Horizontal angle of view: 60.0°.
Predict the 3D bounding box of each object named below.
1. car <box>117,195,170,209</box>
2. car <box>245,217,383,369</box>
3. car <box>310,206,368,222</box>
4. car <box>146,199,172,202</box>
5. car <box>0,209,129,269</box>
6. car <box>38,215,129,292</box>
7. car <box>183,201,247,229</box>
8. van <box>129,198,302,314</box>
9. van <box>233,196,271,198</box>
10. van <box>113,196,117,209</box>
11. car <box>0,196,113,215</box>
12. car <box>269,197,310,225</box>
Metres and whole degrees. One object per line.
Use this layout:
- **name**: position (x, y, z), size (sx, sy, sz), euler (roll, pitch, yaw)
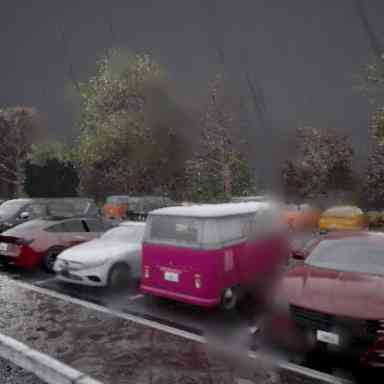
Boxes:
- **car**: position (-2.792, 1.251, 26.246), size (2.435, 2.045, 5.566), euler (-1, 0, 35)
- **car**: position (3.080, 1.485, 6.067), size (2.097, 1.535, 5.008), euler (0, 0, 35)
- **car**: position (8.401, 1.487, 18.307), size (2.097, 1.535, 5.008), euler (0, 0, 35)
- **car**: position (-0.652, 1.491, 24.475), size (1.946, 1.575, 5.366), euler (0, 0, 35)
- **car**: position (-3.711, 1.519, 10.888), size (2.163, 1.488, 4.792), euler (0, 0, 35)
- **car**: position (-1.459, 1.528, 9.266), size (2.002, 1.452, 4.674), euler (0, 0, 35)
- **car**: position (1.712, 1.492, 23.026), size (2.231, 1.521, 4.892), euler (0, 0, 35)
- **van**: position (0.875, 1.261, 7.759), size (1.878, 1.987, 4.442), euler (0, 0, 35)
- **van**: position (4.047, 1.264, 21.529), size (1.878, 1.987, 4.442), euler (0, 0, 35)
- **van**: position (-5.103, 1.294, 27.987), size (1.878, 1.987, 4.442), euler (0, 0, 35)
- **car**: position (-6.013, 1.240, 12.442), size (2.435, 2.045, 5.566), euler (0, 0, 35)
- **car**: position (6.225, 1.363, 19.811), size (2.185, 1.767, 4.553), euler (0, 0, 35)
